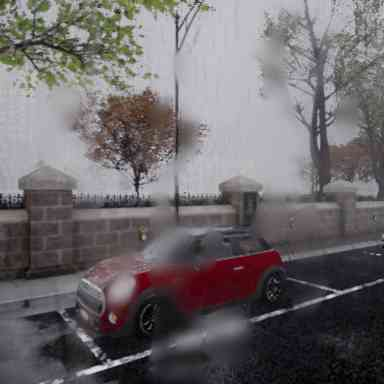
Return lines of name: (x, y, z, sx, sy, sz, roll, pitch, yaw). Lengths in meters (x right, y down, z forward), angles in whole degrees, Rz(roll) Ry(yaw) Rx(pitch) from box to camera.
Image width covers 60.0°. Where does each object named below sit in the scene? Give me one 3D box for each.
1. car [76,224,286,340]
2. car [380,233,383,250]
car: (-0.087, 1.456, 6.499, 4.097, 1.590, 1.967, 0, 0, -35)
car: (9.082, 1.614, 13.037, 4.403, 1.369, 2.008, 0, 0, -35)
